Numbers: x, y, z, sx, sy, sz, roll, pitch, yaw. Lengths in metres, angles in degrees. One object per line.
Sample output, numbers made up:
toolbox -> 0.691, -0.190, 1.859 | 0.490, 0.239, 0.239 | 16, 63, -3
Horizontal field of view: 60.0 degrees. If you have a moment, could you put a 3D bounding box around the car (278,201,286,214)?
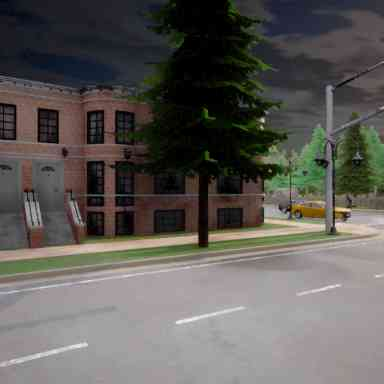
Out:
car -> 10.824, 1.491, 33.156 | 2.128, 1.511, 4.902 | 0, 0, -31

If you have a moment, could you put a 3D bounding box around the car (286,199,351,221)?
car -> 10.390, 1.478, 27.031 | 1.882, 1.535, 5.008 | 0, 0, -31

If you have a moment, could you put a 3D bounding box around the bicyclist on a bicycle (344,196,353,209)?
bicyclist on a bicycle -> 19.144, 1.301, 40.639 | 1.656, 1.620, 0.582 | 0, 0, -31
